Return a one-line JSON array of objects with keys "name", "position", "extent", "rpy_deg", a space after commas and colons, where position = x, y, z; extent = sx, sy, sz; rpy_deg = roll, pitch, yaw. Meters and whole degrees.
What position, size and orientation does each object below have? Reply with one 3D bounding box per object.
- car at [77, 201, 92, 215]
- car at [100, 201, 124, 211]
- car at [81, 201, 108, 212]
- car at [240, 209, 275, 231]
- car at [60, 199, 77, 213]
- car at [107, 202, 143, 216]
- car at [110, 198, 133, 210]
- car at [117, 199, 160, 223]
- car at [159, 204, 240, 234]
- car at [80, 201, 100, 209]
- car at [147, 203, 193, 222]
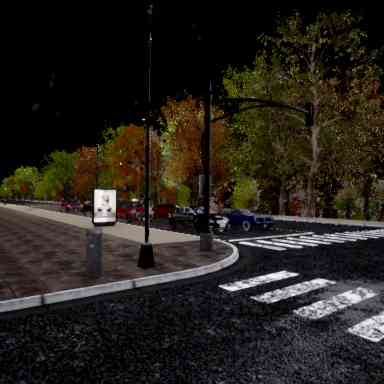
[{"name": "car", "position": [-10.125, 1.770, 35.218], "extent": [2.128, 1.511, 4.902], "rpy_deg": [1, -1, -35]}, {"name": "car", "position": [-11.972, 2.023, 49.526], "extent": [1.812, 1.442, 4.674], "rpy_deg": [1, -1, -34]}, {"name": "car", "position": [-13.555, 1.980, 45.955], "extent": [2.033, 1.411, 5.357], "rpy_deg": [1, -1, -34]}, {"name": "car", "position": [3.117, 1.732, 21.764], "extent": [1.895, 1.301, 4.718], "rpy_deg": [1, -1, -35]}, {"name": "car", "position": [-15.725, 1.732, 43.375], "extent": [2.097, 1.767, 4.553], "rpy_deg": [1, -1, -34]}, {"name": "car", "position": [-7.559, 1.871, 37.215], "extent": [2.033, 1.411, 5.357], "rpy_deg": [1, -1, -34]}, {"name": "car", "position": [-11.586, 1.935, 54.709], "extent": [2.097, 1.767, 4.553], "rpy_deg": [1, -1, -34]}, {"name": "car", "position": [-4.923, 1.537, 27.686], "extent": [2.097, 1.767, 4.553], "rpy_deg": [1, -1, -35]}, {"name": "car", "position": [0.294, 1.582, 20.113], "extent": [2.128, 1.511, 4.902], "rpy_deg": [1, -1, -34]}, {"name": "car", "position": [-17.843, 2.203, 57.967], "extent": [1.895, 1.301, 4.718], "rpy_deg": [1, -1, -35]}, {"name": "car", "position": [-2.036, 1.750, 29.220], "extent": [1.812, 1.442, 4.674], "rpy_deg": [1, -1, -35]}]
